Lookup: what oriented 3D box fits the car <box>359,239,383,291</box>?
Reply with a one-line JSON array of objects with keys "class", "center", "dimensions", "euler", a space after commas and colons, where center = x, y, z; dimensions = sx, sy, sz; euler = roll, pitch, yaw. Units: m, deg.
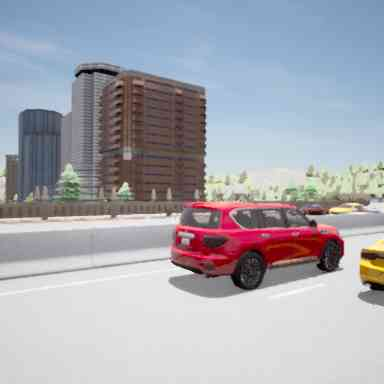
[{"class": "car", "center": [6.043, 1.585, 8.061], "dimensions": [5.008, 1.535, 1.882], "euler": [1, 0, -36]}]

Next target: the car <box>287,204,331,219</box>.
[{"class": "car", "center": [12.063, 1.935, 34.119], "dimensions": [4.718, 1.301, 1.895], "euler": [1, 0, -36]}]

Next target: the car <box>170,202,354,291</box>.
[{"class": "car", "center": [2.027, 1.301, 9.493], "dimensions": [5.566, 2.045, 2.150], "euler": [1, 0, -36]}]

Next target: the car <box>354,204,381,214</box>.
[{"class": "car", "center": [13.644, 1.901, 26.638], "dimensions": [4.718, 1.301, 1.895], "euler": [1, 0, -36]}]
